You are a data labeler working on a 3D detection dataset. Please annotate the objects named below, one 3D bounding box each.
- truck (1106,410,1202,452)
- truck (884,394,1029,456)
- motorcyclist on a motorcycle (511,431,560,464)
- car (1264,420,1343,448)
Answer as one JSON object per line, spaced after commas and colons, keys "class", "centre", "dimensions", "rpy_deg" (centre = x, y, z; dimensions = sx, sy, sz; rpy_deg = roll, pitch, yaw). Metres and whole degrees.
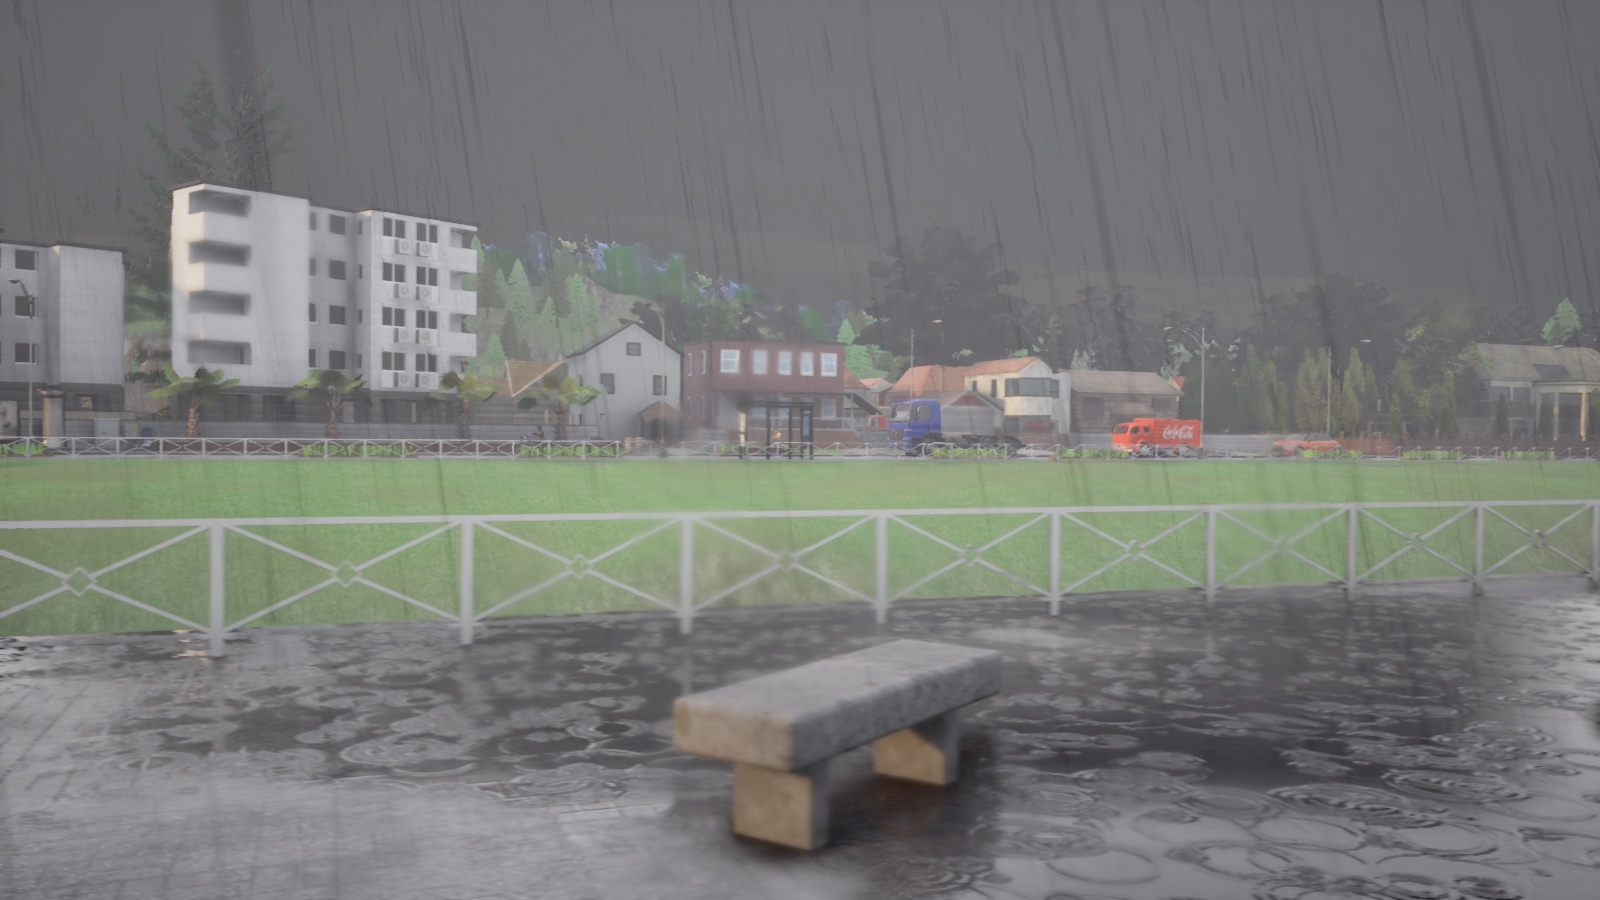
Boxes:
{"class": "truck", "centre": [21.990, -1.198, 78.115], "dimensions": [5.204, 2.467, 2.627], "rpy_deg": [-1, 1, -21]}
{"class": "truck", "centre": [9.136, -1.474, 73.232], "dimensions": [7.936, 3.462, 2.891], "rpy_deg": [-1, 1, -21]}
{"class": "motorcyclist on a motorcycle", "centre": [-13.626, -0.156, 64.608], "dimensions": [2.350, 1.649, 0.766], "rpy_deg": [-1, 1, -21]}
{"class": "car", "centre": [32.988, -1.039, 82.292], "dimensions": [4.553, 1.767, 2.097], "rpy_deg": [-1, 1, -21]}
